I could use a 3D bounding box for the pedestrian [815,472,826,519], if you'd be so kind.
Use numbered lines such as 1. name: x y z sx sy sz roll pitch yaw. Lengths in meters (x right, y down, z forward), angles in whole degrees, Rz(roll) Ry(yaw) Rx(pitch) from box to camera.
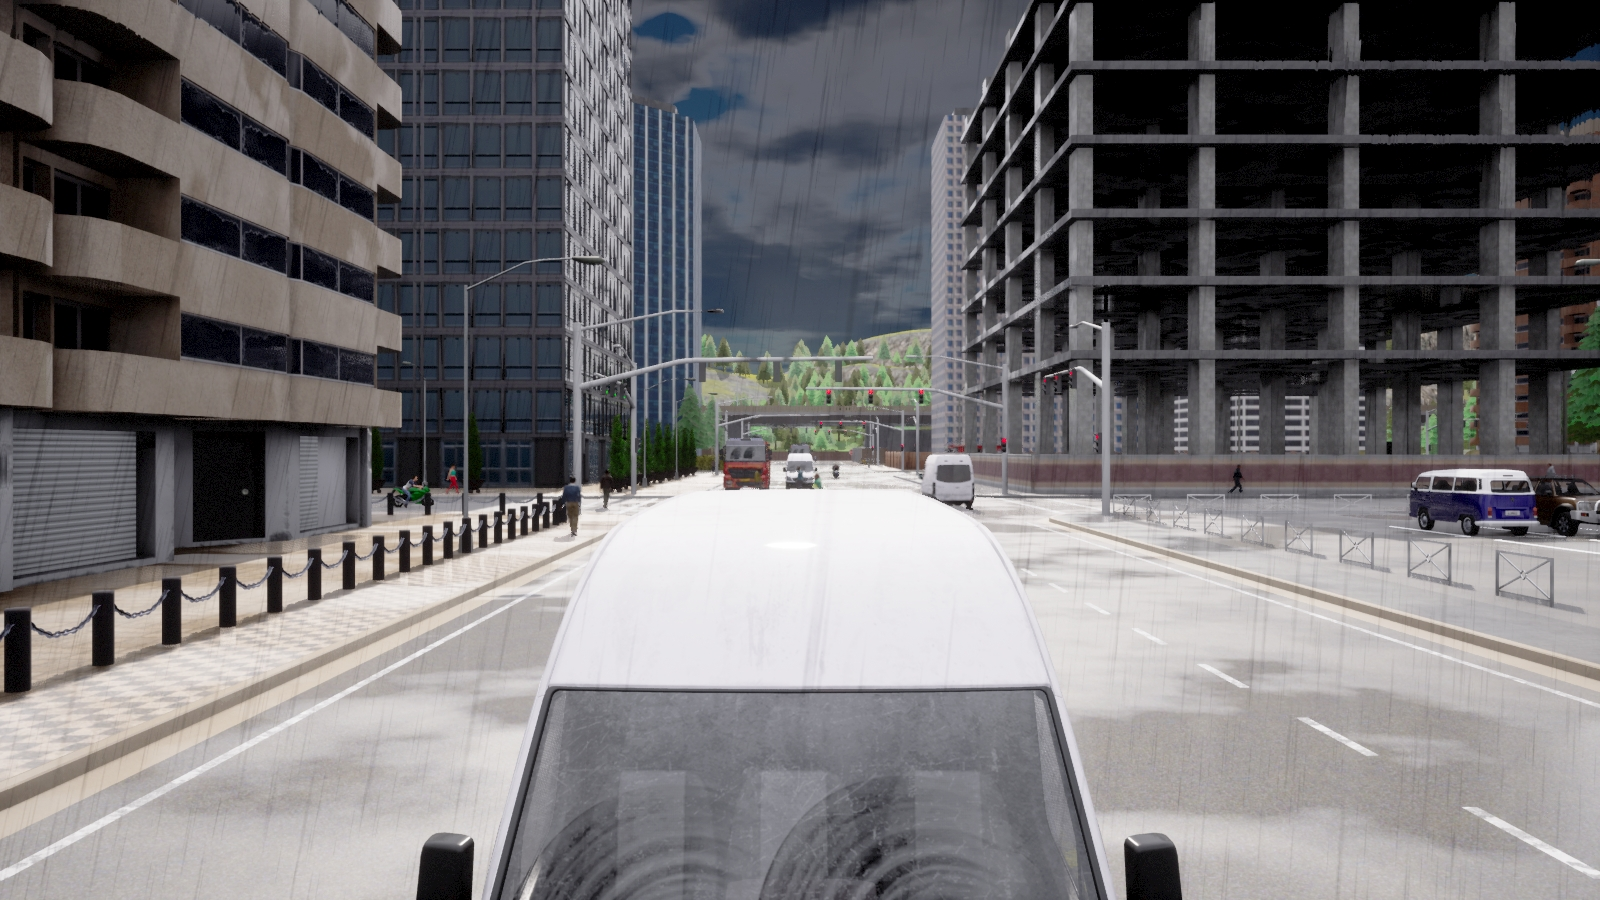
1. pedestrian: 0.825 1.835 46.200 0.375 1.860 0.375 0 0 -17

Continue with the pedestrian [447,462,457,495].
1. pedestrian: -20.104 1.641 65.992 0.375 1.860 0.375 0 0 11

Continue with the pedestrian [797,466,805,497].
1. pedestrian: 0.046 1.849 67.408 0.375 1.860 0.375 0 0 -24

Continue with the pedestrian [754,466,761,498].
1. pedestrian: -2.485 1.848 66.769 0.375 1.860 0.375 0 0 1

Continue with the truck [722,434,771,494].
1. truck: -3.496 0.891 77.013 2.891 3.827 8.468 0 0 0

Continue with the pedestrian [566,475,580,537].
1. pedestrian: -6.924 1.697 34.834 0.375 1.860 0.375 0 0 -3

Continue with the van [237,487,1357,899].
1. van: -0.002 1.534 4.985 1.988 2.561 5.915 0 0 0

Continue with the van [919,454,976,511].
1. van: 7.001 1.503 54.874 1.988 2.561 5.915 0 0 0

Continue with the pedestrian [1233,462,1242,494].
1. pedestrian: 25.481 1.641 66.548 0.375 1.860 0.375 0 0 -1

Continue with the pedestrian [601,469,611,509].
1. pedestrian: -8.951 1.805 52.800 0.375 1.860 0.375 0 0 3
